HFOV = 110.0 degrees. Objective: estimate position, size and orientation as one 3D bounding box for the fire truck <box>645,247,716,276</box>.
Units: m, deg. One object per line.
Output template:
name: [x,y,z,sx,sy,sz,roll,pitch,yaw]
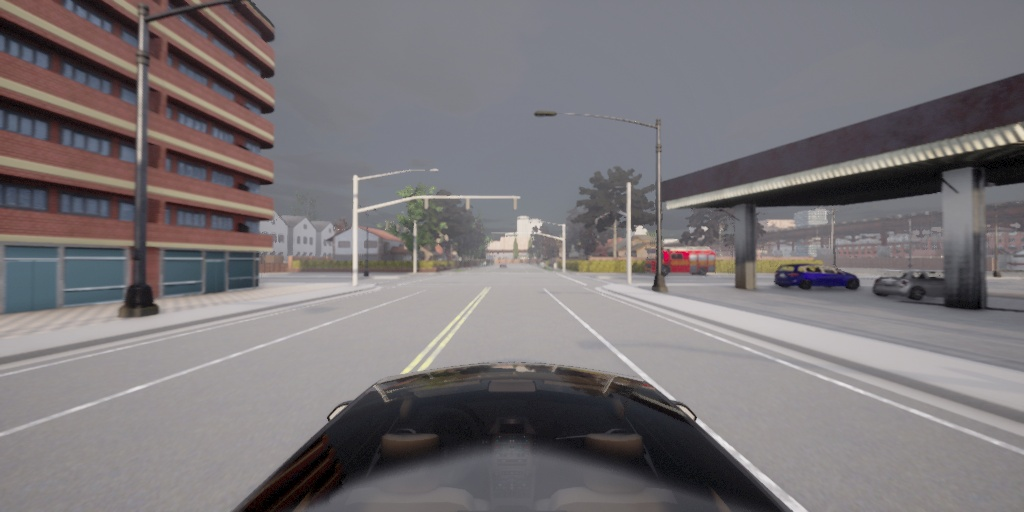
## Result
fire truck: [22.704,0.731,48.631,8.468,3.827,2.891,0,-1,1]
